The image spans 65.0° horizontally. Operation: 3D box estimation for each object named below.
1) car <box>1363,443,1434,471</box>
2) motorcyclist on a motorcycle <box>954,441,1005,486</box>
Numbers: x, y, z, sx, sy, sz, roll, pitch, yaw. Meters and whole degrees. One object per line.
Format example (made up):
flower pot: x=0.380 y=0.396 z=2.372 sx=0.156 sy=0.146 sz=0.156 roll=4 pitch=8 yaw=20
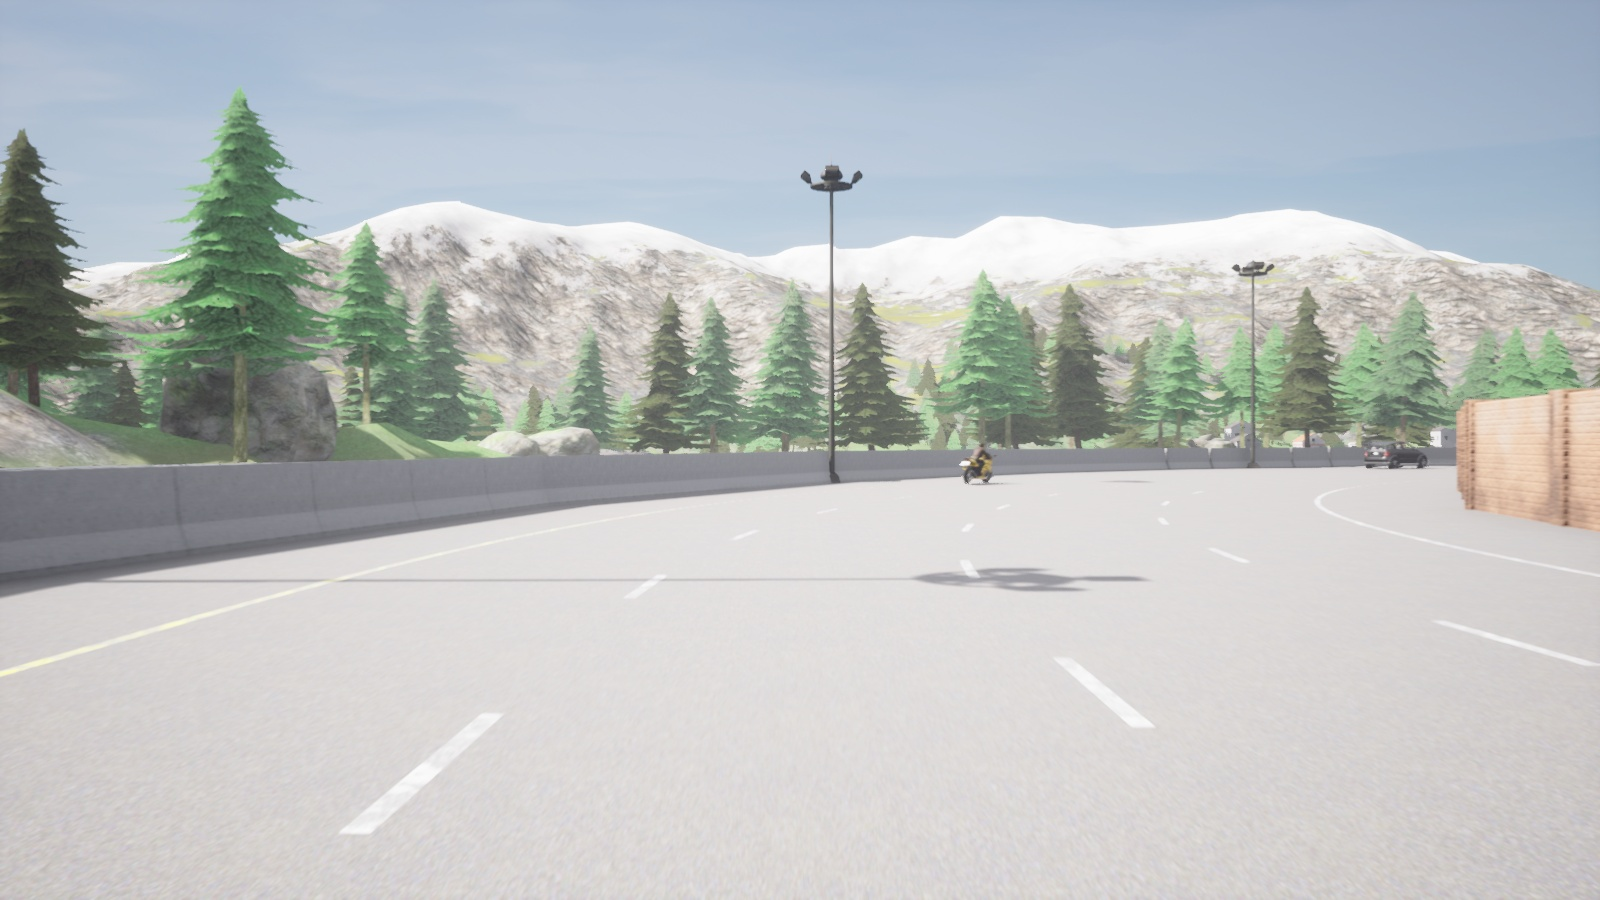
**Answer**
car: x=34.007 y=0.362 z=71.357 sx=3.705 sy=1.549 sz=1.789 roll=0 pitch=0 yaw=-28
motorcyclist on a motorcycle: x=6.513 y=0.485 z=45.451 sx=0.797 sy=1.523 sz=2.044 roll=8 pitch=5 yaw=38
